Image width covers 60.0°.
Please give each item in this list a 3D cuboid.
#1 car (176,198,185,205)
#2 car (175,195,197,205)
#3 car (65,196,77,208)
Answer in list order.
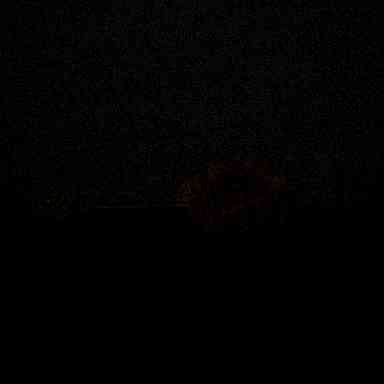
[{"bbox_3d":[-0.186,1.672,62.051,1.837,1.490,4.892,0,-1,36],"label":"car"},{"bbox_3d":[-1.132,1.577,66.793,2.097,1.767,4.553,0,-1,36],"label":"car"},{"bbox_3d":[-17.646,1.269,44.007,2.097,1.767,4.553,0,-1,36],"label":"car"}]
